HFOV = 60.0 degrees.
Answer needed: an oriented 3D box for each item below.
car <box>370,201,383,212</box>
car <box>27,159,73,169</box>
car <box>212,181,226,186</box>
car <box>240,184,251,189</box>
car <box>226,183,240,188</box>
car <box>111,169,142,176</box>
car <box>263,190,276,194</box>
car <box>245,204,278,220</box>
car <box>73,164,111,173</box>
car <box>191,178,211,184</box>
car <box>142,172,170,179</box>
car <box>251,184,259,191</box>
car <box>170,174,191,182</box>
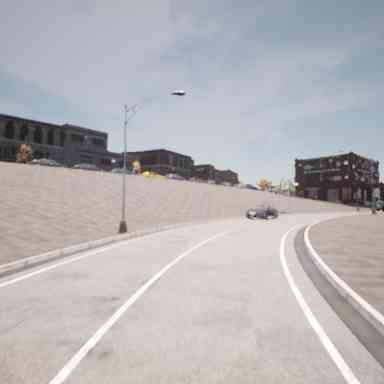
[{"bbox_3d":[35.656,2.709,62.931,5.566,2.045,2.150,3,-4,-44],"label":"car"},{"bbox_3d":[-18.010,-3.271,41.564,2.231,1.521,4.892,-3,-5,45],"label":"car"},{"bbox_3d":[4.161,-1.483,66.436,2.002,1.452,4.674,-3,-5,39],"label":"car"},{"bbox_3d":[10.777,-1.003,75.283,2.185,1.767,4.553,-2,-5,36],"label":"car"},{"bbox_3d":[7.454,-1.217,70.734,2.231,1.521,4.892,-2,-5,37],"label":"car"},{"bbox_3d":[-10.312,-2.689,49.494,2.002,1.452,4.674,-3,-5,43],"label":"car"},{"bbox_3d":[20.026,0.322,89.069,2.002,1.452,4.674,-2,-5,32],"label":"car"},{"bbox_3d":[6.993,1.938,33.065,2.128,1.511,4.902,-2,-2,35],"label":"car"},{"bbox_3d":[-14.133,-3.011,45.484,2.231,1.521,4.892,-3,-5,44],"label":"car"},{"bbox_3d":[0.715,-1.798,62.135,2.163,1.488,4.792,-3,-5,40],"label":"car"},{"bbox_3d":[-6.577,-2.436,53.590,2.097,1.535,5.008,-3,-5,42],"label":"car"},{"bbox_3d":[14.002,-0.764,79.869,2.435,2.045,5.566,-2,-5,35],"label":"car"},{"bbox_3d":[-2.946,-2.265,57.751,2.185,1.767,4.553,-3,-5,41],"label":"car"}]
